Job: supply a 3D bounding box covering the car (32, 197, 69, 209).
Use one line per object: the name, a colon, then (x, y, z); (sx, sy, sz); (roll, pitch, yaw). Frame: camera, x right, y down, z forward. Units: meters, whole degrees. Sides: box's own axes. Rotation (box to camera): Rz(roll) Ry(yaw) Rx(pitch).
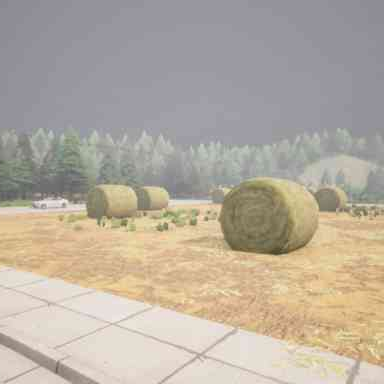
car: (-18.397, 1.409, 43.460); (1.812, 1.442, 4.674); (0, 0, 36)
